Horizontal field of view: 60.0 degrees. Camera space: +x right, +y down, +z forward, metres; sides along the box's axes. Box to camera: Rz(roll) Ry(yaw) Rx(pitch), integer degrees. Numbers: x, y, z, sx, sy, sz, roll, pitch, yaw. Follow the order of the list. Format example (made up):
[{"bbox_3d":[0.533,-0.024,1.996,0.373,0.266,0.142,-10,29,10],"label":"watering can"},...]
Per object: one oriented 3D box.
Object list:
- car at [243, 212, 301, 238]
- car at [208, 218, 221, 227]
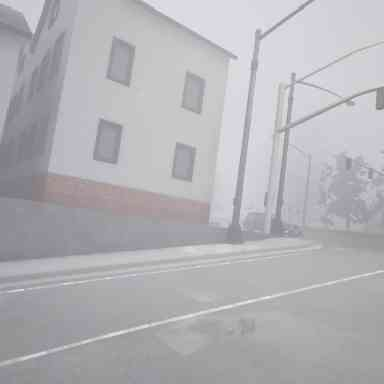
[{"bbox_3d":[7.002,2.955,29.617,2.150,2.045,5.566,12,-7,-35],"label":"car"},{"bbox_3d":[0.986,3.300,37.948,2.033,1.411,5.357,12,-7,-35],"label":"car"}]
